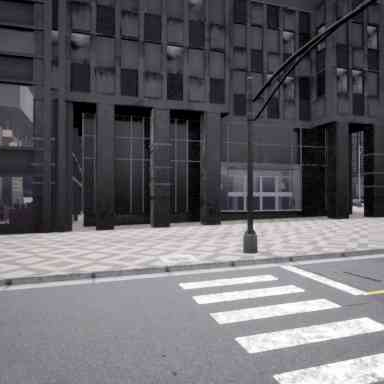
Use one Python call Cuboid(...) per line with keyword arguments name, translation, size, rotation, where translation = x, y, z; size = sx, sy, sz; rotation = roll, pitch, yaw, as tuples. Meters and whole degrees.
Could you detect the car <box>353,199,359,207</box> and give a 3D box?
Cuboid(name="car", translation=(20.480, 1.251, 44.942), size=(1.837, 1.490, 4.892), rotation=(0, 0, -17))
